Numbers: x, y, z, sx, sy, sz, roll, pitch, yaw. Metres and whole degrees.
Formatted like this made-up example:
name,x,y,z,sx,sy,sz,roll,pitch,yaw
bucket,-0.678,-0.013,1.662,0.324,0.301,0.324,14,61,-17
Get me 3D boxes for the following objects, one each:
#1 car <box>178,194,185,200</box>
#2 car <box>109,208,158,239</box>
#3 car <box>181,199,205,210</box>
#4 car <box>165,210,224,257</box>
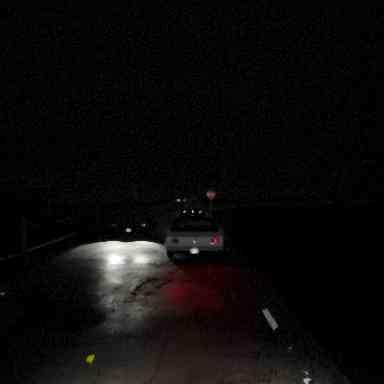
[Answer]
name,x,y,z,sx,sy,sz,roll,pitch,yaw
car,-2.803,1.329,90.318,1.882,1.535,5.008,0,0,0
car,-2.854,1.514,16.868,1.994,1.385,4.181,0,0,0
car,0.066,1.527,27.289,1.895,1.301,4.718,0,0,0
car,0.078,1.562,12.638,1.895,1.301,4.718,0,0,0
